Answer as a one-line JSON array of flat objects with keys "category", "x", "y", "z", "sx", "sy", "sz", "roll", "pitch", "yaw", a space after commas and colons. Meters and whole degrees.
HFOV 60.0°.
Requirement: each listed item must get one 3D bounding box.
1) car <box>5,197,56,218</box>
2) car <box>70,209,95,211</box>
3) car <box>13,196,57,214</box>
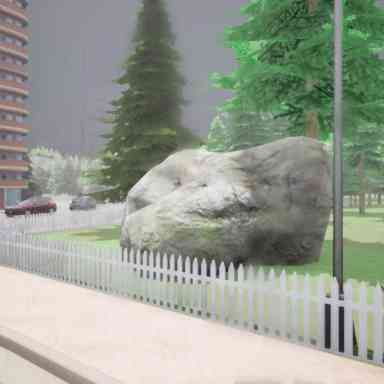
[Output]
[{"category": "car", "x": -14.519, "y": 1.422, "z": 30.237, "sx": 1.882, "sy": 1.535, "sz": 5.008, "roll": 0, "pitch": 0, "yaw": 15}, {"category": "car", "x": -12.858, "y": 1.508, "z": 39.263, "sx": 1.994, "sy": 1.385, "sz": 4.181, "roll": 0, "pitch": 0, "yaw": 3}, {"category": "car", "x": -16.783, "y": 1.297, "z": 35.881, "sx": 2.097, "sy": 1.767, "sz": 4.553, "roll": 0, "pitch": 0, "yaw": 8}]
